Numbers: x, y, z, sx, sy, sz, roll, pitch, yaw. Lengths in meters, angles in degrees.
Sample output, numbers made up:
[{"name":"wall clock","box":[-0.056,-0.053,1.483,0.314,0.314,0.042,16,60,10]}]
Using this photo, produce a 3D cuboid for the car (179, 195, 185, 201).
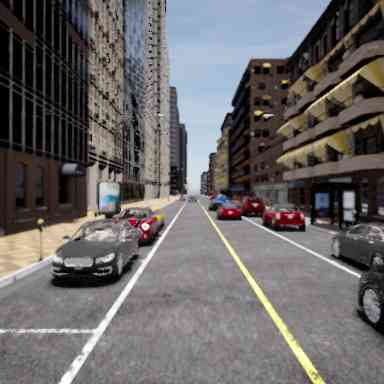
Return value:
[{"name":"car","box":[-2.484,1.564,89.091,1.967,1.590,4.097,0,0,0]}]

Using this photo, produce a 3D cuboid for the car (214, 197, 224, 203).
[{"name":"car","box":[5.856,1.683,72.125,1.947,1.339,4.313,0,0,0]}]

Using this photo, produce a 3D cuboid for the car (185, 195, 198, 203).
[{"name":"car","box":[0.169,1.454,73.423,2.097,1.767,4.553,0,0,0]}]

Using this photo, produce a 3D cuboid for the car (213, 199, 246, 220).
[{"name":"car","box":[3.125,1.605,28.769,1.994,1.385,4.181,0,0,1]}]

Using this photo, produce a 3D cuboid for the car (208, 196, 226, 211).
[{"name":"car","box":[3.115,1.622,42.120,1.994,1.385,4.181,0,0,0]}]

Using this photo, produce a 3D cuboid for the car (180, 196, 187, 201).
[{"name":"car","box":[-2.471,1.717,94.738,1.802,1.307,4.206,0,0,0]}]

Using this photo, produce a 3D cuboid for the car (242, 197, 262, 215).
[{"name":"car","box":[5.763,1.368,32.585,2.192,1.841,5.009,0,0,0]}]

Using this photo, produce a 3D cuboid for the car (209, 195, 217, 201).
[{"name":"car","box":[5.909,1.704,94.719,1.887,1.381,4.507,0,0,0]}]

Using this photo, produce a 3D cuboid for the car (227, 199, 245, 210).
[{"name":"car","box":[5.789,1.649,43.882,1.802,1.307,4.206,0,0,0]}]

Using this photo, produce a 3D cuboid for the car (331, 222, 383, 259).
[{"name":"car","box":[5.709,1.577,9.991,2.008,1.369,4.403,0,0,0]}]

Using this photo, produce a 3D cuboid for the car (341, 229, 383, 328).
[{"name":"car","box":[3.904,1.521,4.113,1.837,1.490,4.892,0,0,0]}]

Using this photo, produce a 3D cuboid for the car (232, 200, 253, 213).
[{"name":"car","box":[5.775,1.642,38.233,1.802,1.307,4.206,0,0,0]}]

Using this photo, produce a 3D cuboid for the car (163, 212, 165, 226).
[{"name":"car","box":[-2.645,1.540,21.137,1.752,1.417,4.829,0,0,0]}]

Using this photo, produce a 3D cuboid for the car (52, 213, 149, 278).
[{"name":"car","box":[-2.671,1.553,10.010,2.008,1.369,4.403,0,0,0]}]

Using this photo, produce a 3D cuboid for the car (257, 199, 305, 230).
[{"name":"car","box":[5.736,1.480,21.287,1.967,1.590,4.097,0,0,0]}]

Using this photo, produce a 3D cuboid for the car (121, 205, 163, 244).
[{"name":"car","box":[-2.658,1.449,15.660,1.967,1.590,4.097,0,0,0]}]
